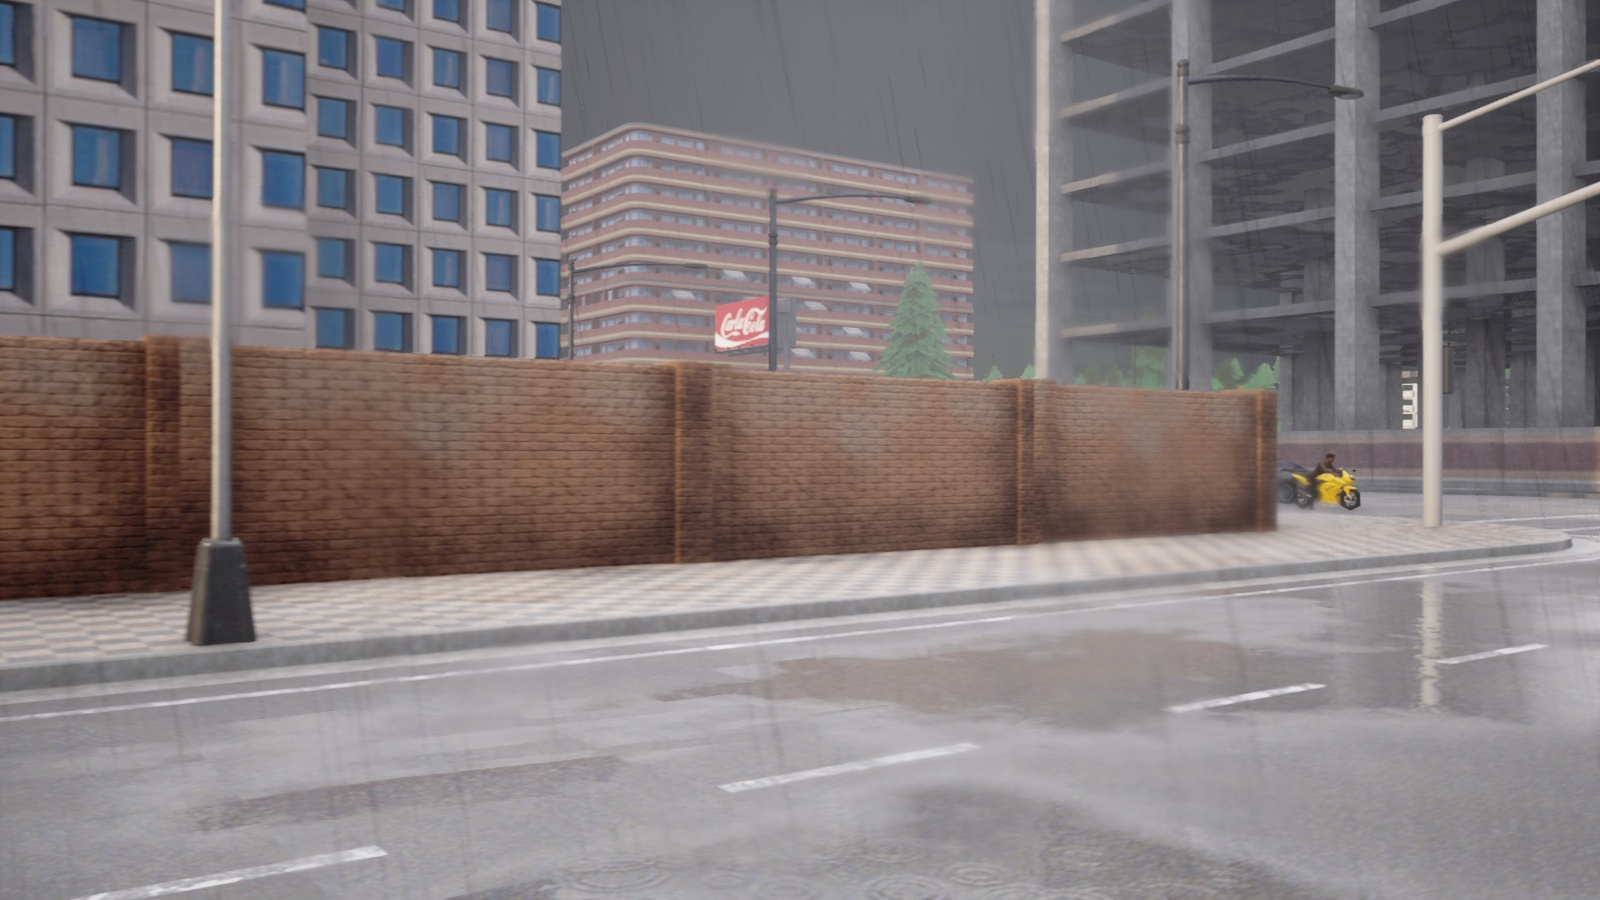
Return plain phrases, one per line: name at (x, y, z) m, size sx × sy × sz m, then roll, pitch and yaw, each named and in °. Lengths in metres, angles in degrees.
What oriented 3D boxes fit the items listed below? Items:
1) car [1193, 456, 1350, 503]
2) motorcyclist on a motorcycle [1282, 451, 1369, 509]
car at (14.551, 0.874, 38.981) m, size 1.994 × 1.385 × 4.181 m, roll 0°, pitch 0°, yaw -34°
motorcyclist on a motorcycle at (14.022, 0.780, 33.557) m, size 0.797 × 1.523 × 2.044 m, roll 0°, pitch 0°, yaw -34°
